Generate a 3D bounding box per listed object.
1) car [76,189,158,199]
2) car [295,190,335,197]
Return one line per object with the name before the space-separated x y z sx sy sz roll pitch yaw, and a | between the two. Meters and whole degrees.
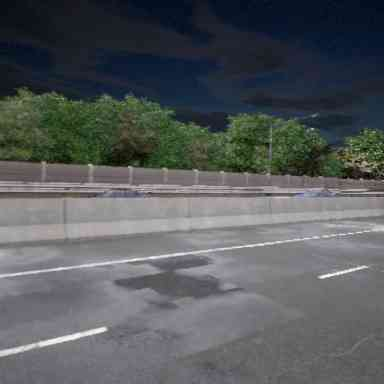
car | -4.760 0.488 21.665 5.357 1.411 2.033 0 3 -35
car | 12.431 0.536 33.660 5.008 1.535 1.882 1 3 -35
